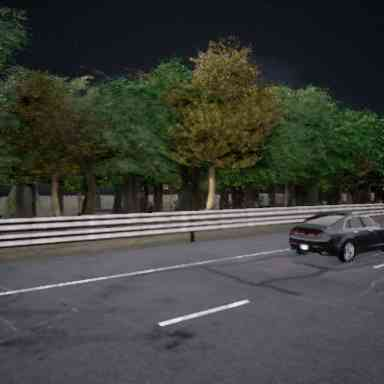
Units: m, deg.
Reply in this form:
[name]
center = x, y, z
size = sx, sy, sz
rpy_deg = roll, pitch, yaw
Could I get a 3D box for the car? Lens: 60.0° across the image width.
[car]
center = 5.547, 1.501, 12.011
size = 4.892, 1.490, 1.837
rpy_deg = 0, 0, -36
